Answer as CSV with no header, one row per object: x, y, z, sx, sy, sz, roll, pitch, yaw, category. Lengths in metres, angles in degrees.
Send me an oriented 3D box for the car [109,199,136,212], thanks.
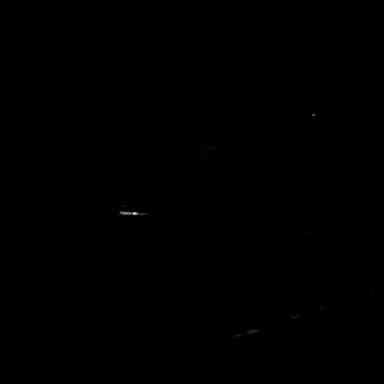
-8.675,1.580,41.190,1.882,1.535,5.008,-1,0,-36,car
